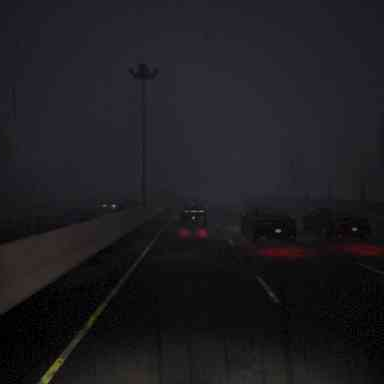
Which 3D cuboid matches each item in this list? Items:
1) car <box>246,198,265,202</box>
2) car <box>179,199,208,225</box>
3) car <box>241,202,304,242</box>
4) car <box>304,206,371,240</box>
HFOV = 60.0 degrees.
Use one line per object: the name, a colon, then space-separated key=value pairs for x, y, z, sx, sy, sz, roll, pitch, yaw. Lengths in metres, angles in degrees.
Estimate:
car: x=7.097 y=1.453 z=36.850 sx=1.882 sy=1.535 sz=5.008 roll=0 pitch=0 yaw=0
car: x=0.098 y=1.475 z=23.992 sx=2.128 sy=1.511 sz=4.902 roll=0 pitch=0 yaw=0
car: x=3.598 y=1.467 z=16.350 sx=1.882 sy=1.535 sz=5.008 roll=0 pitch=0 yaw=0
car: x=7.098 y=1.466 z=16.975 sx=1.882 sy=1.535 sz=5.008 roll=0 pitch=0 yaw=0
